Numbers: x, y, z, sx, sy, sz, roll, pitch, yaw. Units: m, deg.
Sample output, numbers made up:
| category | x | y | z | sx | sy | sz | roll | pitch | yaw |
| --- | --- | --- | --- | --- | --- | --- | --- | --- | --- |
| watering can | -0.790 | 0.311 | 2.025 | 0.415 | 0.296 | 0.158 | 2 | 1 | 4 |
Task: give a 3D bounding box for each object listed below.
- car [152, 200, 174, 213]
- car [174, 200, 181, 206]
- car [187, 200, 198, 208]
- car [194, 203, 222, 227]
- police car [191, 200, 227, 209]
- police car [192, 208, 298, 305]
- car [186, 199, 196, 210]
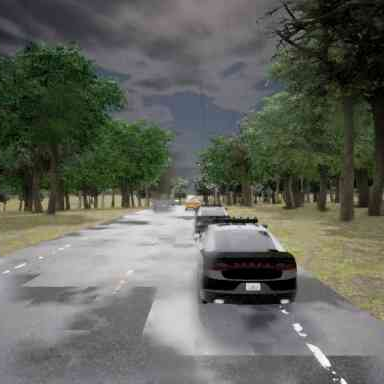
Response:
| category | x | y | z | sx | sy | sz | roll | pitch | yaw |
| --- | --- | --- | --- | --- | --- | --- | --- | --- | --- |
| car | -3.555 | 1.685 | 39.583 | 1.837 | 1.490 | 4.892 | 0 | 0 | 0 |
| car | -3.417 | 2.435 | 73.112 | 1.994 | 1.385 | 4.181 | 0 | -2 | 0 |
| car | 0.069 | 2.147 | 60.743 | 1.895 | 1.301 | 4.718 | 0 | -1 | 0 |
| car | 1.077 | 1.607 | 24.216 | 1.812 | 1.442 | 4.674 | 0 | 0 | 0 |
| police car | 1.071 | 1.474 | 18.326 | 1.930 | 1.638 | 5.238 | 0 | 0 | 0 |
| police car | 1.059 | 1.436 | 8.323 | 1.930 | 1.638 | 5.238 | 0 | 0 | 0 |
| car | 0.096 | 1.738 | 46.252 | 1.882 | 1.535 | 5.008 | 0 | -1 | 1 |
